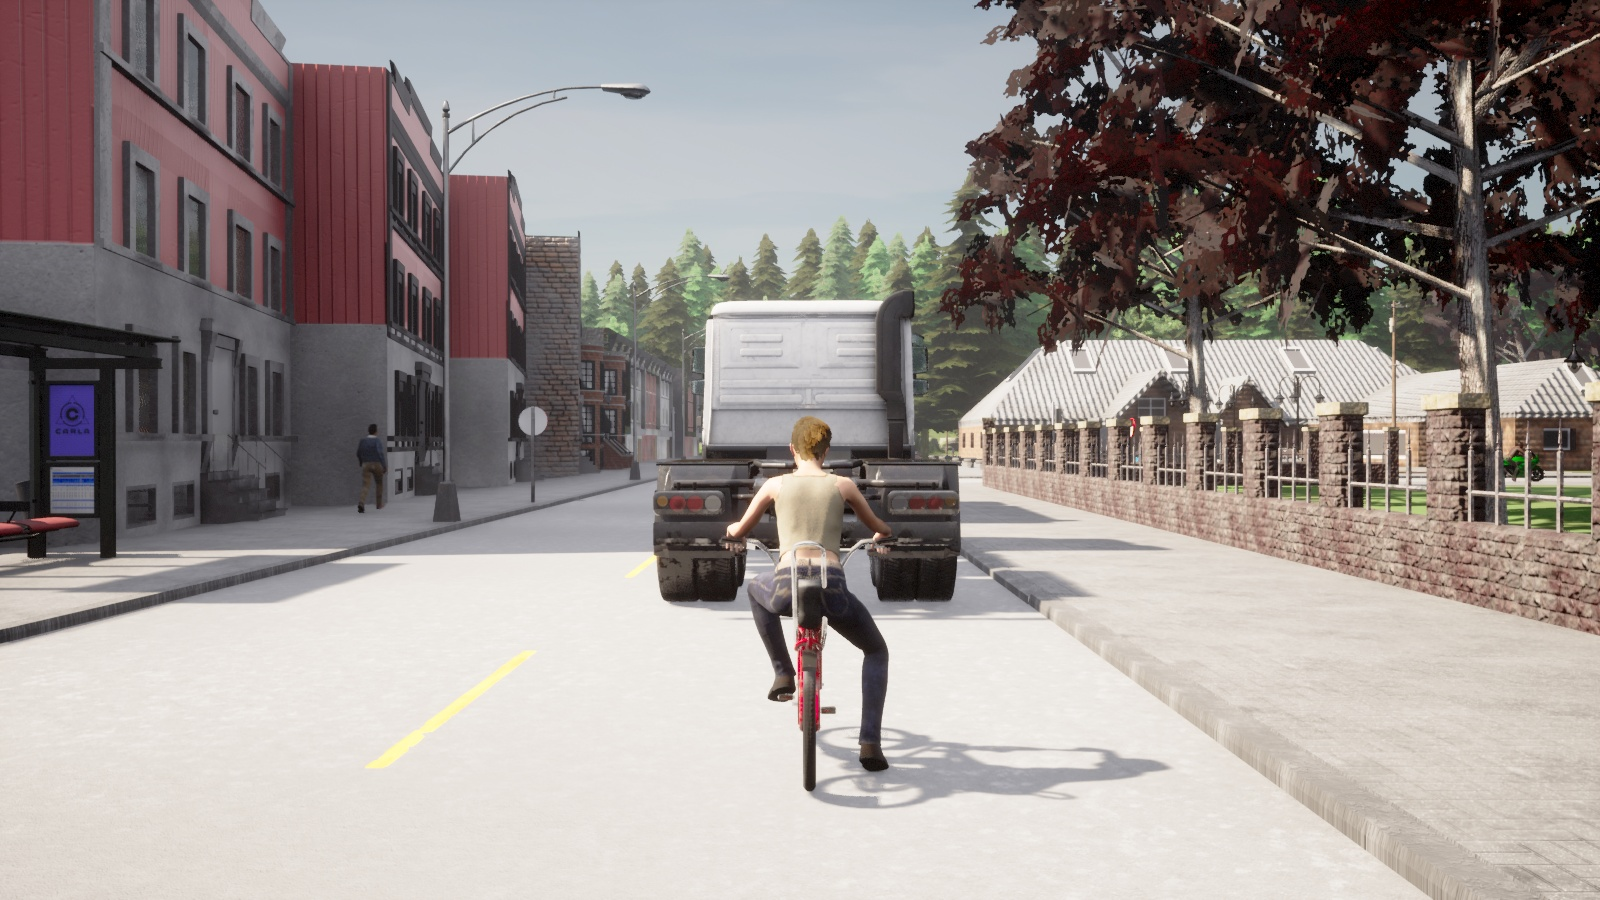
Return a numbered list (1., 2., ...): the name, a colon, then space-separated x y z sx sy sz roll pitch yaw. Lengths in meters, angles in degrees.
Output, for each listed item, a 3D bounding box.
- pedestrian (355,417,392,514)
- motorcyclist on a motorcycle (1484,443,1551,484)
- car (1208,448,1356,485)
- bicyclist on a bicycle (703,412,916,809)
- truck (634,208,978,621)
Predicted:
1. pedestrian: -8.671 0.305 25.517 0.423 1.949 0.788 0 0 6
2. motorcyclist on a motorcycle: 26.488 0.488 46.375 2.044 1.523 0.797 0 0 -1
3. car: 17.769 0.599 46.425 4.718 1.301 1.895 0 0 -1
4. bicyclist on a bicycle: 0.044 0.650 5.856 0.866 1.612 1.509 0 0 0
5. truck: 0.095 -0.317 14.519 2.891 3.462 7.936 0 0 1
